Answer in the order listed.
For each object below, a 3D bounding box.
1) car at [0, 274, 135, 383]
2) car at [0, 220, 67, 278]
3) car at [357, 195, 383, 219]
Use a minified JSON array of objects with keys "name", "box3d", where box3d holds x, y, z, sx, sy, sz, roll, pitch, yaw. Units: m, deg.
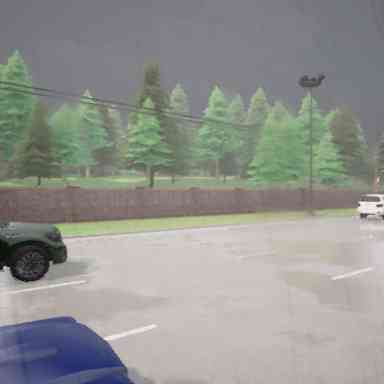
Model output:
[{"name":"car","box3d":[-2.634,1.600,1.869,4.718,1.301,1.895,0,0,-35]},{"name":"car","box3d":[-6.025,1.222,8.048,5.566,2.045,2.150,0,0,-35]},{"name":"car","box3d":[16.304,1.239,28.266,5.566,2.045,2.150,0,0,-35]}]
